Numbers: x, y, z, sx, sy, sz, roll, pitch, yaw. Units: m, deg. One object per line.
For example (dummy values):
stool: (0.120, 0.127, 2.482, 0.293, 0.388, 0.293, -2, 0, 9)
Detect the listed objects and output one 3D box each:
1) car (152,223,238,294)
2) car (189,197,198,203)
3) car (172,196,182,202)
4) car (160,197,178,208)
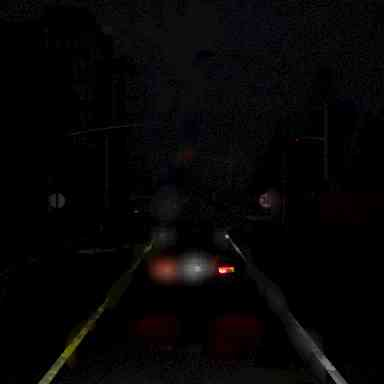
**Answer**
car: (0.080, 1.547, 8.908, 2.033, 1.411, 5.357, 0, 0, 0)
car: (0.262, 1.601, 69.680, 1.895, 1.301, 4.718, 0, 0, 0)
car: (-3.329, 1.524, 73.739, 2.033, 1.411, 5.357, 0, 0, 0)
car: (-3.483, 1.492, 48.339, 2.128, 1.511, 4.902, 0, 0, 0)
